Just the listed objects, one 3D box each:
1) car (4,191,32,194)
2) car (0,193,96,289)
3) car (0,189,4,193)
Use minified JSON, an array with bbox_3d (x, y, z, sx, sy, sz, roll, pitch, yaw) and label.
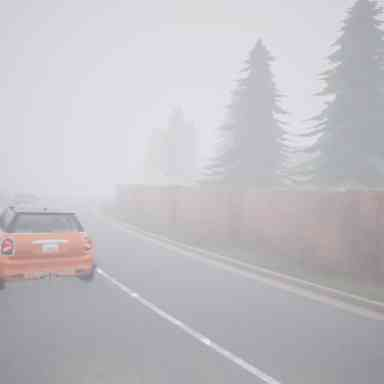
[{"bbox_3d":[-12.845,0.792,25.844,2.033,1.411,5.357,3,0,-20],"label":"car"},{"bbox_3d":[-4.111,1.109,8.688,2.097,1.767,4.553,3,0,-34],"label":"car"},{"bbox_3d":[-17.942,0.426,30.257,1.882,1.535,5.008,3,0,-17],"label":"car"}]
